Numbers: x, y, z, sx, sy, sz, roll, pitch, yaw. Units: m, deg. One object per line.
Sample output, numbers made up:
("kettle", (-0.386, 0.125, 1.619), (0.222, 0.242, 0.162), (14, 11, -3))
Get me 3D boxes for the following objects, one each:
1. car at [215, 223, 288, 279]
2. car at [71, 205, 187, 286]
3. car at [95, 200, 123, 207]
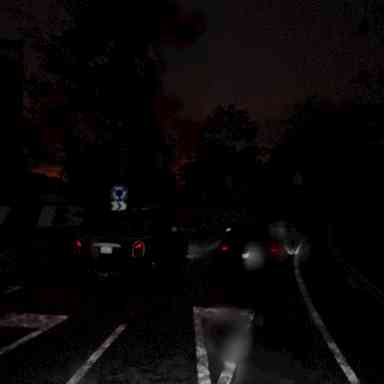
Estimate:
("car", (1.989, 1.670, 10.621), (1.994, 1.385, 4.181), (0, -1, 14))
("car", (-1.569, 1.424, 9.958), (2.097, 1.767, 4.553), (0, -1, 13))
("car", (-11.878, 1.856, 49.008), (4.902, 1.511, 2.128), (0, -1, 7))
